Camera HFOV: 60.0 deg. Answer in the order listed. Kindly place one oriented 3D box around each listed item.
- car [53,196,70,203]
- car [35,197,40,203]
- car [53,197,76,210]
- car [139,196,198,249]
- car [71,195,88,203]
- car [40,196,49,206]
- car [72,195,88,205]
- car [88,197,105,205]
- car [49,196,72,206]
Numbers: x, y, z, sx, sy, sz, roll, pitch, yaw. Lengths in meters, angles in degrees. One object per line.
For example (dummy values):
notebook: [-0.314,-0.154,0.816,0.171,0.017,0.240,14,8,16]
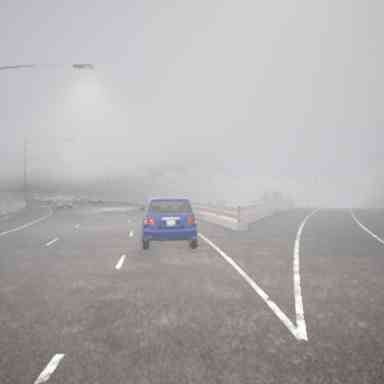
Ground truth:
car: [-26.014,1.448,66.262,1.812,1.442,4.674,-1,0,-39]
car: [-28.816,1.505,64.165,1.994,1.385,4.181,-1,0,-39]
car: [-16.901,1.659,44.021,1.895,1.301,4.718,-1,0,-25]
car: [-1.097,1.201,14.609,2.150,2.045,5.566,-1,0,-8]
car: [-23.212,1.420,68.359,1.812,1.442,4.674,-1,0,-39]
car: [-24.958,1.576,58.741,1.882,1.535,5.008,-1,0,-34]
car: [-20.314,1.412,57.981,2.097,1.767,4.553,-1,0,-34]
car: [-17.448,1.633,59.981,1.895,1.301,4.718,-1,0,-34]
car: [-20.071,1.577,50.687,1.837,1.490,4.892,-1,0,-29]
